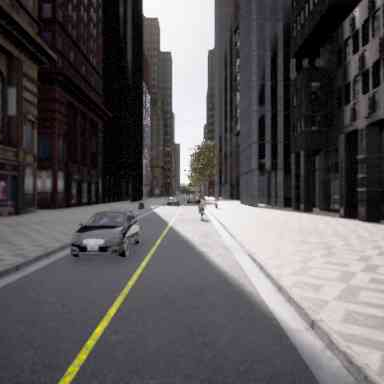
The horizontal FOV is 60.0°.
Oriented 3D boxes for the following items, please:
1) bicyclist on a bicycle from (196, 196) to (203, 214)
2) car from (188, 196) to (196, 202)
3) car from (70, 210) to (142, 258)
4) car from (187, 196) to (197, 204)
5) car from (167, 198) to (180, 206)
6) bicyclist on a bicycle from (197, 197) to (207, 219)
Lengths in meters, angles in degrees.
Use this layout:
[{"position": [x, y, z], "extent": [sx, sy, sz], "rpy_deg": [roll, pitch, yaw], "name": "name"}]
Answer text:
[{"position": [0.824, 1.368, 35.657], "extent": [0.659, 1.776, 1.843], "rpy_deg": [0, 0, 0], "name": "bicyclist on a bicycle"}, {"position": [-0.003, 1.668, 80.133], "extent": [1.837, 1.490, 4.892], "rpy_deg": [0, 0, 0], "name": "car"}, {"position": [-3.098, 1.480, 12.841], "extent": [2.128, 1.511, 4.902], "rpy_deg": [0, 0, 0], "name": "car"}, {"position": [0.032, 1.677, 68.931], "extent": [1.994, 1.385, 4.181], "rpy_deg": [0, 0, 1], "name": "car"}, {"position": [-3.048, 1.621, 55.339], "extent": [1.994, 1.385, 4.181], "rpy_deg": [0, 0, 1], "name": "car"}, {"position": [0.823, 1.424, 27.327], "extent": [0.866, 1.612, 1.509], "rpy_deg": [0, 0, 0], "name": "bicyclist on a bicycle"}]
